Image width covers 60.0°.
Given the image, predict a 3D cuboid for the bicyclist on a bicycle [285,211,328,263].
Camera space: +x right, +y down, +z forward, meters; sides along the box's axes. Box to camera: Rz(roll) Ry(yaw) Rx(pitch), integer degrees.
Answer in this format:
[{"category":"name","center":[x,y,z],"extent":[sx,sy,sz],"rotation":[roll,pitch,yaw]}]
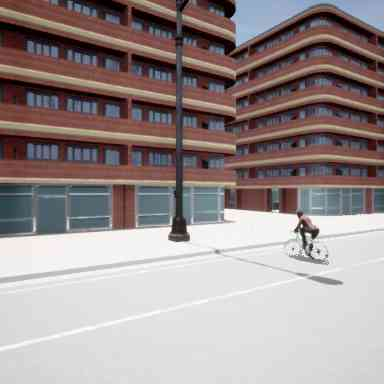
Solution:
[{"category":"bicyclist on a bicycle","center":[3.720,1.455,10.957],"extent":[0.582,1.620,1.656],"rotation":[0,-2,-35]}]
